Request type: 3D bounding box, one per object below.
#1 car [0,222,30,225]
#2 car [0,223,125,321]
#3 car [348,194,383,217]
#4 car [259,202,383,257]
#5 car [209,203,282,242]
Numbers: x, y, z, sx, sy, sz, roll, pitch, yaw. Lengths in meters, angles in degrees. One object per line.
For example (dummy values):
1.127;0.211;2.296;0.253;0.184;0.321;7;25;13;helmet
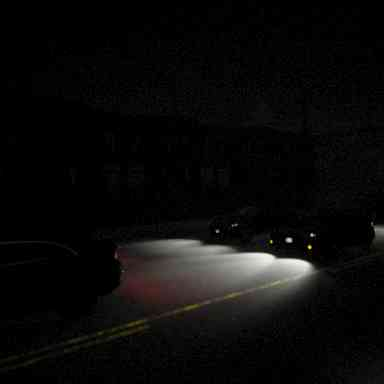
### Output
-5.317;1.537;8.798;5.357;1.411;2.033;-2;1;-36;car
-3.625;1.491;5.688;4.902;1.511;2.128;-2;1;-34;car
11.090;0.926;20.645;4.892;1.490;1.837;-2;1;-36;car
4.629;1.276;11.693;4.181;1.385;1.994;-2;1;-38;car
2.897;1.231;14.730;4.674;1.442;1.812;-2;1;-36;car
